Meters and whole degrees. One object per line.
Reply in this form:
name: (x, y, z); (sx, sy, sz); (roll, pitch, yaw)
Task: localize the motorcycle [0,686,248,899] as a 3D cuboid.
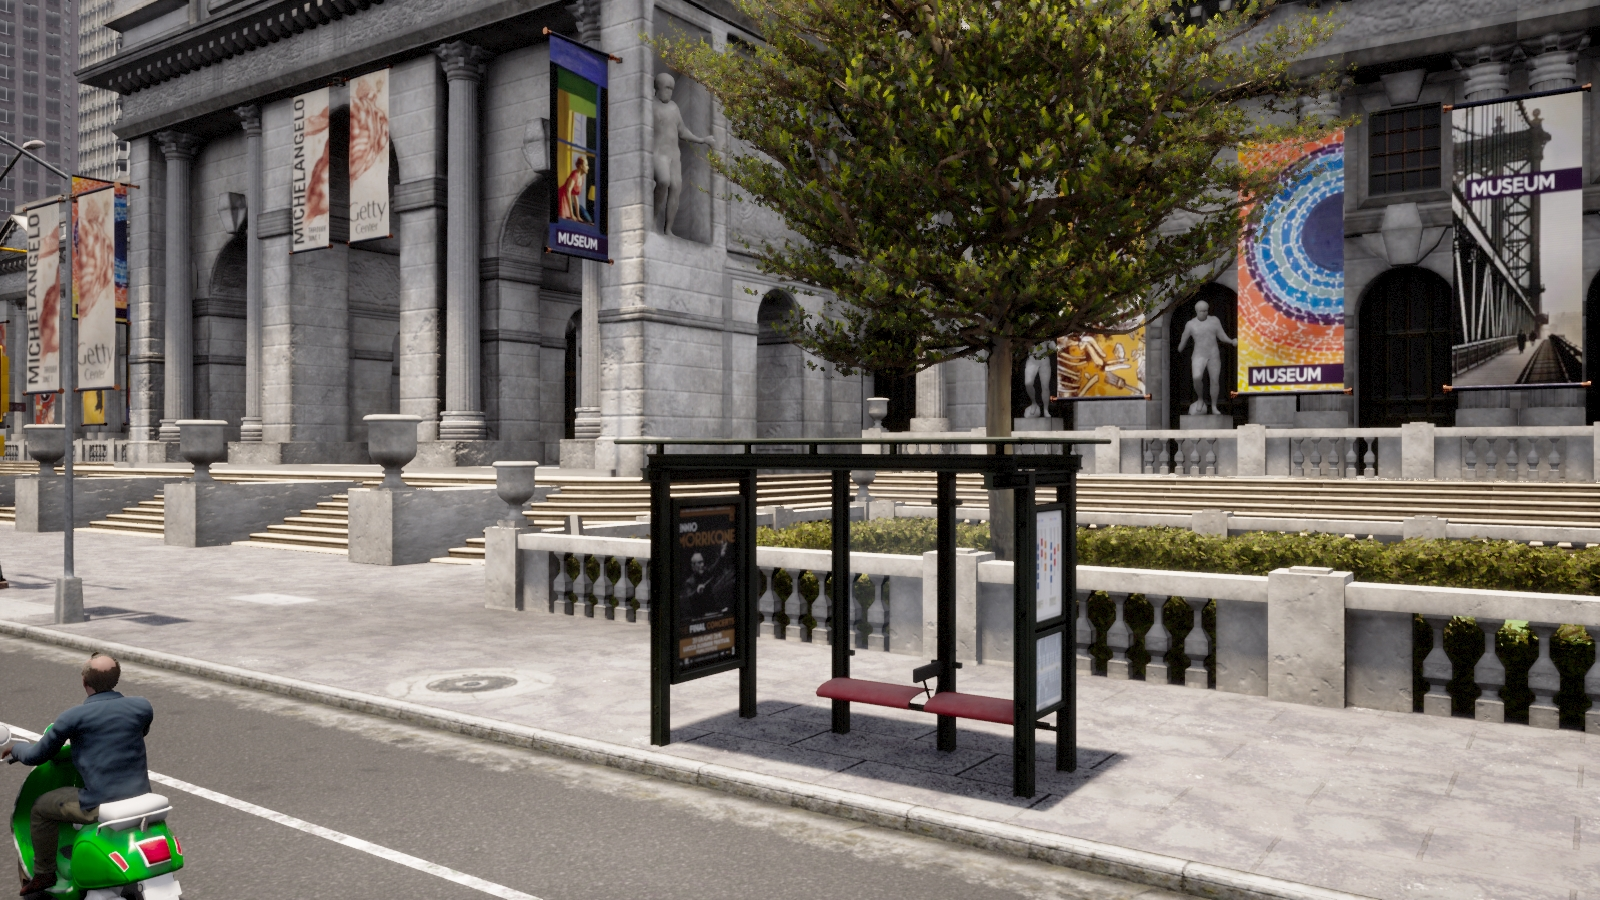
motorcycle: (-4.138, 2.179, 6.693); (1.805, 1.236, 0.856); (0, 0, 35)
